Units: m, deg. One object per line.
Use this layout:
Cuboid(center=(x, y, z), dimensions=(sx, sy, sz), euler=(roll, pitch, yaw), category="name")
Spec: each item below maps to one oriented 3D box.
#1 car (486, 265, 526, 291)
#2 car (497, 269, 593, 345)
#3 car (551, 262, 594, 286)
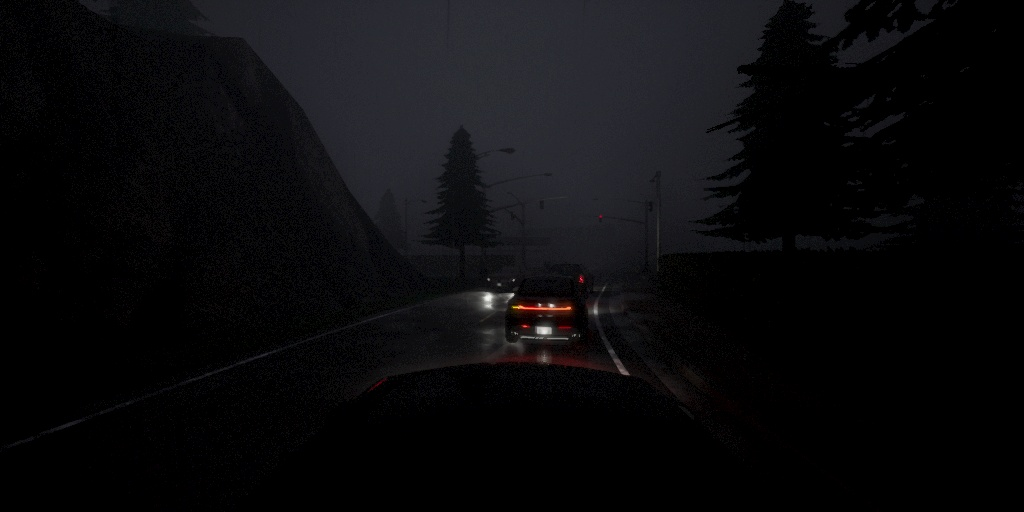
Cuboid(center=(-0.025, 1.275, 21.476), dimensions=(1.812, 1.442, 4.674), euler=(0, 0, 17), category="car")
Cuboid(center=(1.019, 1.255, 9.614), dimensions=(1.837, 1.490, 4.892), euler=(0, 0, 9), category="car")
Cuboid(center=(3.019, 1.102, 18.535), dimensions=(2.097, 1.767, 4.553), euler=(0, 0, 17), category="car")
